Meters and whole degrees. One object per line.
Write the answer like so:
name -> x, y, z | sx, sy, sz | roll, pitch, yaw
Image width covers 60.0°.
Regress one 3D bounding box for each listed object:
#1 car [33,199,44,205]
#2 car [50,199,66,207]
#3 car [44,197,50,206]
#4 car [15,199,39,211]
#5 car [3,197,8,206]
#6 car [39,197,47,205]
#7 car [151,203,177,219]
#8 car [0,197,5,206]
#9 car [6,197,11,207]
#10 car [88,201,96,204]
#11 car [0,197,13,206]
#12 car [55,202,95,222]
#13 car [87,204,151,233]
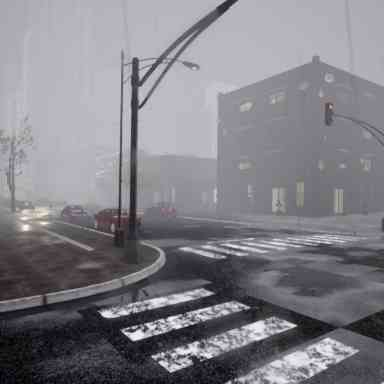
car -> -38.990, 2.402, 84.414 | 1.752, 1.417, 4.829 | 1, -1, -35
car -> -26.244, 2.113, 66.114 | 1.967, 1.590, 4.097 | 1, -1, -35
car -> -29.406, 2.305, 70.653 | 1.802, 1.307, 4.206 | 1, -1, -35
car -> -23.761, 1.890, 47.784 | 1.752, 1.417, 4.829 | 1, -1, -35
car -> -33.120, 2.080, 61.327 | 1.947, 1.339, 4.313 | 1, -1, -35
car -> -35.729, 2.139, 79.736 | 2.192, 1.841, 5.009 | 1, -1, -35
car -> -3.202, 1.760, 33.262 | 1.967, 1.590, 4.097 | 1, -1, -35
car -> -36.283, 2.130, 65.867 | 1.947, 1.339, 4.313 | 1, -1, -35
car -> -30.139, 2.011, 57.034 | 1.887, 1.381, 4.507 | 1, -1, -35
car -> -15.857, 2.037, 51.323 | 1.752, 1.417, 4.829 | 1, -1, -35
car -> -39.444, 1.929, 70.410 | 2.192, 1.841, 5.009 | 1, -1, -35
car -> -9.663, 1.729, 27.421 | 1.802, 1.307, 4.206 | 1, -1, -35
car -> -4.517, 1.615, 20.035 | 1.887, 1.381, 4.507 | 1, -1, -35
